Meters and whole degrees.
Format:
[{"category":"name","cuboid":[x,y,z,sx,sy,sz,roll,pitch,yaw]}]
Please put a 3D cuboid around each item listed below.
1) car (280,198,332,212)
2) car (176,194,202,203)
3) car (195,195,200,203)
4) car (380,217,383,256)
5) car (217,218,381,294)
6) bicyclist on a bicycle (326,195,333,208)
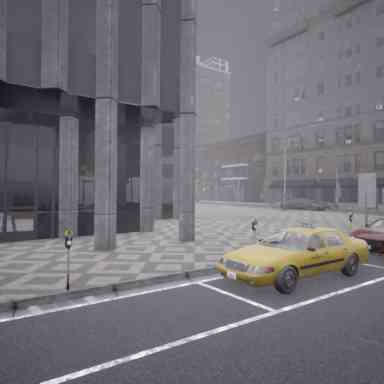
[{"category":"car","cuboid":[11.862,1.351,35.094,2.033,1.411,5.357,1,0,-35]},{"category":"car","cuboid":[-0.593,1.089,58.195,2.128,1.511,4.902,1,0,-35]},{"category":"car","cuboid":[-1.347,0.944,53.866,2.097,1.767,4.553,1,0,-35]},{"category":"car","cuboid":[7.555,1.547,12.160,4.507,1.381,1.887,0,1,-36]},{"category":"car","cuboid":[2.841,1.527,8.790,4.829,1.417,1.752,0,1,-36]},{"category":"bicyclist on a bicycle","cuboid":[16.356,1.159,39.546,1.656,1.620,0.582,0,0,-35]}]
